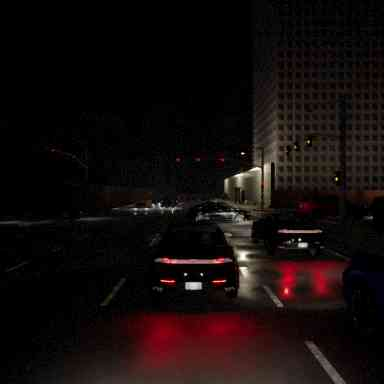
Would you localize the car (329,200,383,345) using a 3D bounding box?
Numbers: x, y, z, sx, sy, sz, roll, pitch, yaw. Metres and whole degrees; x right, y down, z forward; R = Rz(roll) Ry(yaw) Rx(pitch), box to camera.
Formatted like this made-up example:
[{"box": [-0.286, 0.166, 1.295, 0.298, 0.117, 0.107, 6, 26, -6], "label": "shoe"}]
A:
[{"box": [3.596, 1.221, 3.242, 2.150, 2.045, 5.566, 0, 0, 0], "label": "car"}]

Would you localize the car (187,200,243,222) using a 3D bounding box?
[{"box": [2.004, 1.538, 24.982, 4.892, 1.490, 1.837, 0, 0, 0], "label": "car"}]

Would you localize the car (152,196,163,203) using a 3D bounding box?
[{"box": [-7.085, 1.601, 68.729, 1.895, 1.301, 4.718, 0, 0, 0], "label": "car"}]

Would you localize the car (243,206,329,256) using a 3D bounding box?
[{"box": [3.565, 1.492, 13.088, 2.128, 1.511, 4.902, 0, 0, 0], "label": "car"}]

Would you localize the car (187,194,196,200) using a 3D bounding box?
[{"box": [-0.096, 1.347, 78.741, 2.097, 1.767, 4.553, 0, 0, 0], "label": "car"}]

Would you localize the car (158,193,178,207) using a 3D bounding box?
[{"box": [-3.649, 1.352, 51.359, 2.097, 1.767, 4.553, 0, 0, 0], "label": "car"}]

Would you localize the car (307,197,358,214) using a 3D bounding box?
[{"box": [14.989, 1.407, 35.726, 4.553, 1.767, 2.097, 0, 0, 0], "label": "car"}]

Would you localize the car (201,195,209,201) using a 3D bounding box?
[{"box": [3.391, 1.500, 89.093, 1.837, 1.490, 4.892, 0, 0, 0], "label": "car"}]

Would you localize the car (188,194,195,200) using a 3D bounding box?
[{"box": [-0.109, 1.328, 88.994, 1.837, 1.490, 4.892, 0, 0, 0], "label": "car"}]

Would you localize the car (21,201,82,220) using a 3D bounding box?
[{"box": [-11.946, 1.542, 28.435, 4.892, 1.490, 1.837, -1, 0, 0], "label": "car"}]

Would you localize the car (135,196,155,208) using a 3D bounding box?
[{"box": [-7.151, 1.478, 49.244, 1.882, 1.535, 5.008, 0, 0, 0], "label": "car"}]

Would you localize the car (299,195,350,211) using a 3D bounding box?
[{"box": [12.012, 1.279, 28.516, 5.566, 2.045, 2.150, 0, 0, 0], "label": "car"}]

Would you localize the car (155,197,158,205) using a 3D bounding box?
[{"box": [-7.151, 1.478, 58.566, 1.882, 1.535, 5.008, 0, 0, 0], "label": "car"}]

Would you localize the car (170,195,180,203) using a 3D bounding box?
[{"box": [-3.587, 1.478, 71.097, 1.882, 1.535, 5.008, 0, 0, 0], "label": "car"}]

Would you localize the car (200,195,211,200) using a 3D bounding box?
[{"box": [3.404, 1.524, 78.788, 1.812, 1.442, 4.674, 0, 0, 0], "label": "car"}]

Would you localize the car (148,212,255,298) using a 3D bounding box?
[{"box": [0.046, 1.492, 8.470, 2.128, 1.511, 4.902, 0, 0, 0], "label": "car"}]

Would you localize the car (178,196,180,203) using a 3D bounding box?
[{"box": [-3.637, 1.221, 60.948, 2.150, 2.045, 5.566, 0, 0, 0], "label": "car"}]

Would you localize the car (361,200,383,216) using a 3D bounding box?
[{"box": [19.374, 1.533, 32.239, 5.008, 1.535, 1.882, 0, 0, 0], "label": "car"}]
